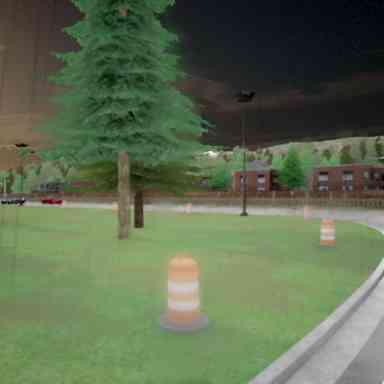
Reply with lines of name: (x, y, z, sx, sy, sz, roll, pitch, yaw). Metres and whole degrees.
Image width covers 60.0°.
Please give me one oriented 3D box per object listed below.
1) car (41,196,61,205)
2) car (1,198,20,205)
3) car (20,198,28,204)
car: (-31.284, 1.914, 73.963, 5.566, 2.045, 2.150, -1, -1, 39)
car: (-43.857, 2.377, 79.776, 4.718, 1.301, 1.895, -1, -1, 39)
car: (-43.271, 2.289, 83.827, 5.008, 1.535, 1.882, -1, -1, 39)
